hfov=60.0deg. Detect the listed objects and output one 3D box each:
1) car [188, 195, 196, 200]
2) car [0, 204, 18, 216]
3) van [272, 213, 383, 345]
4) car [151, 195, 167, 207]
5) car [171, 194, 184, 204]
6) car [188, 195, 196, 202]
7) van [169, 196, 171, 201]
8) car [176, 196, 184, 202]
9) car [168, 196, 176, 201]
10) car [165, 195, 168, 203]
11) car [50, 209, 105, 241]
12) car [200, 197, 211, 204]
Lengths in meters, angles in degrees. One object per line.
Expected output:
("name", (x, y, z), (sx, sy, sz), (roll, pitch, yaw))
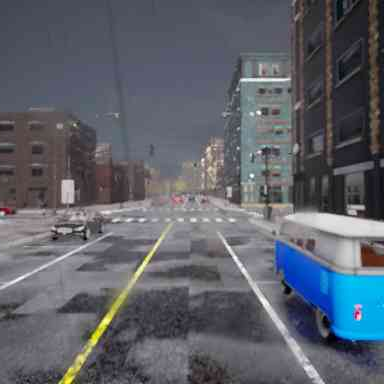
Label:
("car", (-0.034, 1.629, 93.070), (1.994, 1.385, 4.181), (0, 0, 0))
("car", (-19.312, 1.699, 32.265), (4.507, 1.381, 1.887), (0, -1, 1))
("van", (2.705, 1.358, 6.197), (1.690, 1.788, 3.998), (1, 0, 0))
("car", (-5.773, 1.689, 54.971), (1.887, 1.381, 4.507), (1, 0, 0))
("car", (-3.027, 1.411, 70.984), (2.150, 2.045, 5.566), (0, 0, 0))
("car", (-0.030, 1.747, 82.644), (2.033, 1.411, 5.357), (0, 0, 0))
("van", (-5.696, 1.515, 66.341), (1.690, 1.788, 3.998), (1, 0, 0))
("car", (-3.032, 1.733, 86.623), (1.812, 1.442, 4.674), (0, 0, 0))
("car", (-5.711, 1.830, 94.773), (1.802, 1.307, 4.206), (1, 0, 0))
("car", (-5.699, 1.704, 60.653), (1.887, 1.381, 4.507), (1, 0, 0))
("car", (-5.684, 1.597, 17.015), (2.008, 1.369, 4.403), (1, 0, 0))
("car", (2.681, 1.614, 66.404), (1.967, 1.590, 4.097), (1, 0, 0))
